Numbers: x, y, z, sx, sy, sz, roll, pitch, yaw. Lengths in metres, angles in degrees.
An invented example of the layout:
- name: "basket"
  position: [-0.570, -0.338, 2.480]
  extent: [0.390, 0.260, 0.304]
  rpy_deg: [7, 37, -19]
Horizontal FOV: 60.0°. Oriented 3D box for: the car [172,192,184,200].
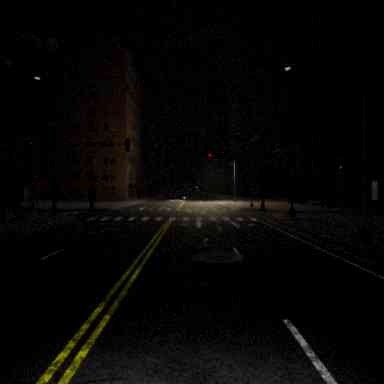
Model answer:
- name: "car"
  position: [-3.249, 1.113, 72.659]
  extent: [1.994, 1.385, 4.181]
  rpy_deg: [0, 0, 0]
